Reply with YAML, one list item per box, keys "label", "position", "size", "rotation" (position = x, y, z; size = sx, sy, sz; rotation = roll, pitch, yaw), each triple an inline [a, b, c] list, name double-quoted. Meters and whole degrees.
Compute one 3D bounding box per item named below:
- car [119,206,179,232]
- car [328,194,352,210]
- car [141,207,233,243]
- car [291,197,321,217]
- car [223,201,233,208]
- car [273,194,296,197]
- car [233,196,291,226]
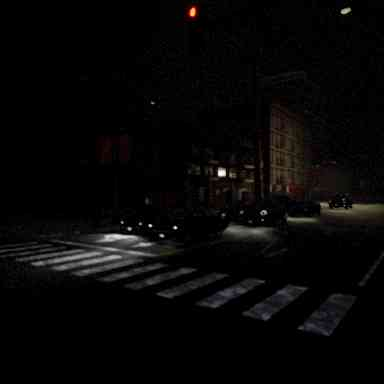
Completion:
- label: "car"
  position: [-1.768, 1.555, 19.685]
  size: [2.033, 1.411, 5.357]
  rotation: [0, 0, 35]
- label: "car"
  position: [20.124, 1.302, 44.935]
  size: [2.150, 2.045, 5.566]
  rotation: [0, 0, 35]
- label: "car"
  position: [-0.078, 1.611, 16.443]
  size: [1.895, 1.301, 4.718]
  rotation: [0, 0, 35]
- label: "car"
  position: [10.966, 1.520, 32.094]
  size: [1.882, 1.535, 5.008]
  rotation: [0, 0, 35]
- label: "car"
  position: [3.829, 1.515, 27.623]
  size: [2.128, 1.511, 4.902]
  rotation: [0, 0, 35]
- label: "car"
  position: [9.698, 1.262, 35.928]
  size: [2.150, 2.045, 5.566]
  rotation: [0, 0, 36]
- label: "car"
  position: [5.137, 1.376, 23.840]
  size: [2.097, 1.767, 4.553]
  rotation: [0, 0, 35]
